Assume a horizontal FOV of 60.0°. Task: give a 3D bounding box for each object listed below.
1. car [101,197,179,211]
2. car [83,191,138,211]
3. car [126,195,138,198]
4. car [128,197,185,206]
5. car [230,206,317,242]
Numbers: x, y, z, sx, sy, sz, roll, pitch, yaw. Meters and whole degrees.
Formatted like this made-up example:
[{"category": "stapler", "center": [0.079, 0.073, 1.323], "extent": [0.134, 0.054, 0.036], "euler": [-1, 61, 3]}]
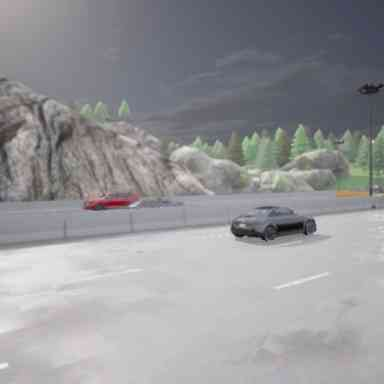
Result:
[{"category": "car", "center": [-3.530, 1.318, 22.978], "extent": [4.674, 1.442, 1.812], "euler": [-1, 1, -36]}, {"category": "car", "center": [-7.805, 0.973, 32.822], "extent": [5.566, 2.045, 2.150], "euler": [-1, 1, -35]}, {"category": "car", "center": [-3.228, 1.231, 31.771], "extent": [5.357, 1.411, 2.033], "euler": [-1, 1, -35]}, {"category": "car", "center": [-2.926, 1.291, 27.699], "extent": [4.181, 1.385, 1.994], "euler": [-1, 1, -35]}, {"category": "car", "center": [3.739, 1.324, 15.054], "extent": [4.181, 1.385, 1.994], "euler": [-1, 1, -36]}]
